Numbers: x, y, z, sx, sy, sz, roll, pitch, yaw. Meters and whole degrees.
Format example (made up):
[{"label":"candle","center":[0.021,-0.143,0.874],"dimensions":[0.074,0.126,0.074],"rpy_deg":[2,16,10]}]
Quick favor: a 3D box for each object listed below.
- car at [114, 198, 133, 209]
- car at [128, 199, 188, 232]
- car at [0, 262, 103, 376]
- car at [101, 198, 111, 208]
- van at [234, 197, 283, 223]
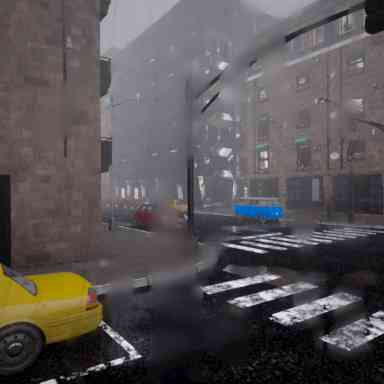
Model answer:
[{"label":"car","center":[-8.415,1.463,43.234],"dimensions":[1.887,1.381,4.507],"rpy_deg":[-1,0,-36]},{"label":"car","center":[-1.892,1.441,20.003],"dimensions":[1.967,1.590,4.097],"rpy_deg":[0,0,-36]},{"label":"car","center":[-3.591,1.525,4.003],"dimensions":[4.829,1.417,1.752],"rpy_deg":[0,0,-36]},{"label":"car","center":[-11.743,1.463,47.814],"dimensions":[1.887,1.381,4.507],"rpy_deg":[-1,0,-36]},{"label":"van","center":[4.898,1.280,24.914],"dimensions":[1.690,1.788,3.998],"rpy_deg":[0,0,-36]}]
